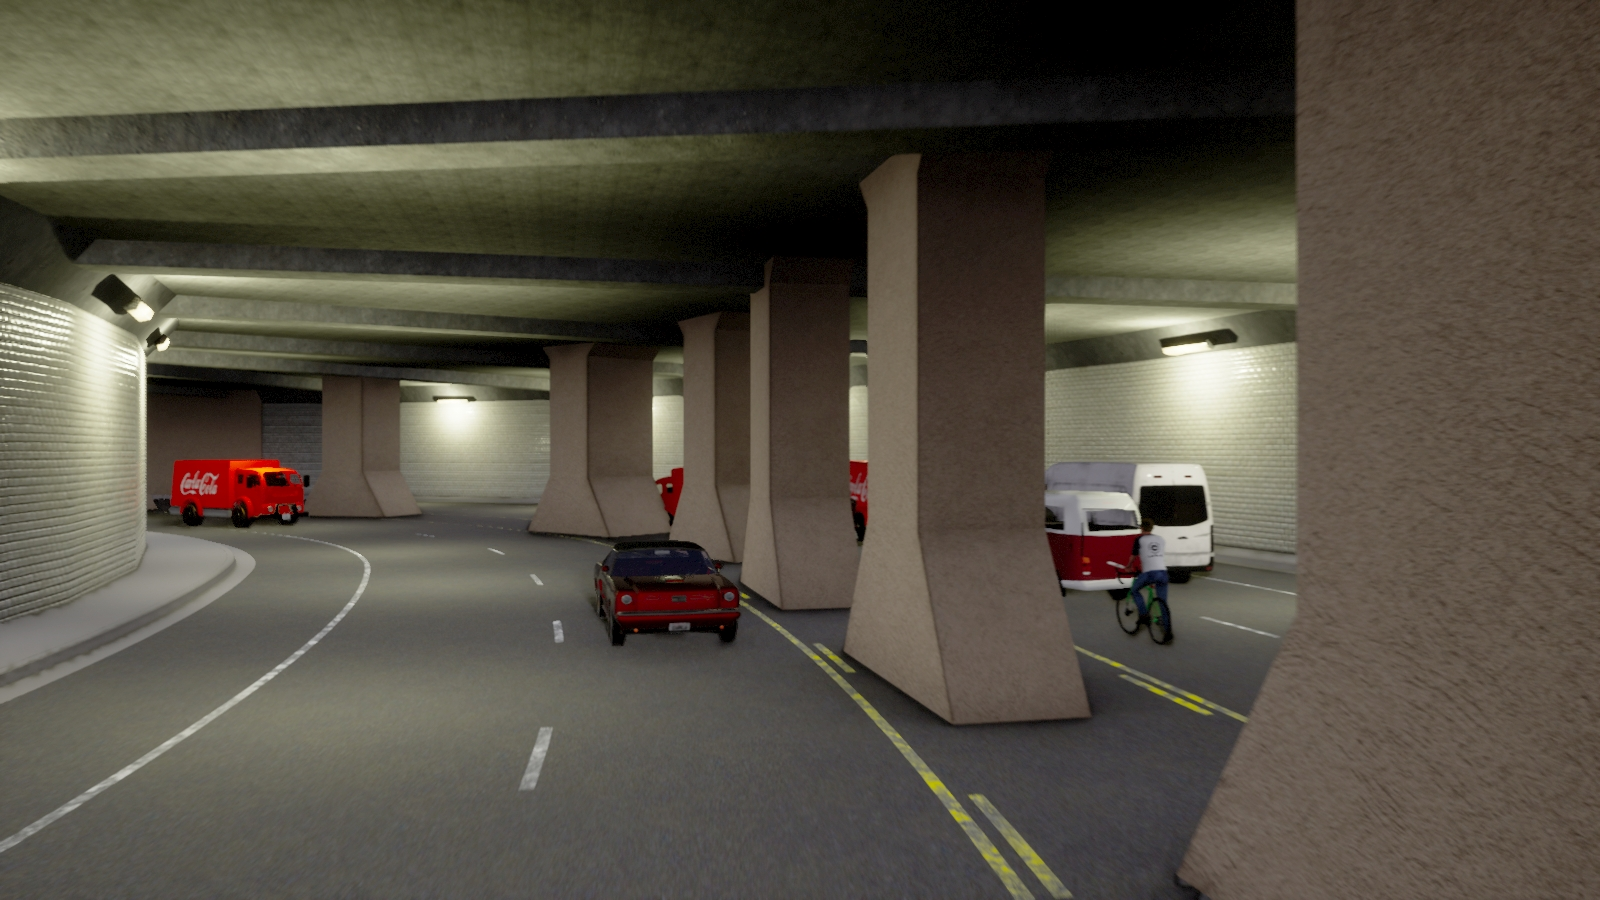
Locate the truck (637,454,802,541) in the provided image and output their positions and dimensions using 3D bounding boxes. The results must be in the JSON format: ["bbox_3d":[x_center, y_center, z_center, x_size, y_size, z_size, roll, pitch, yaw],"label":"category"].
[{"bbox_3d":[-2.829,1.668,39.044,2.627,2.467,5.204,-9,2,-44],"label":"truck"}]

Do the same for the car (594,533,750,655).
[{"bbox_3d":[-2.173,2.156,18.128,1.895,1.301,4.718,0,0,-13],"label":"car"}]

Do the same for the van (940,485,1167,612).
[{"bbox_3d":[4.757,1.781,22.170,2.069,2.038,4.480,0,0,-23],"label":"van"}]

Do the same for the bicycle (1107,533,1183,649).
[{"bbox_3d":[5.086,2.042,16.926,0.373,1.521,1.643,0,0,-10],"label":"bicycle"}]

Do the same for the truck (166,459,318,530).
[{"bbox_3d":[-20.667,1.573,42.276,5.204,2.467,2.627,0,0,30],"label":"truck"}]

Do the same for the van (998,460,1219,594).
[{"bbox_3d":[6.621,1.533,25.410,1.988,2.561,5.915,0,0,-16],"label":"van"}]
